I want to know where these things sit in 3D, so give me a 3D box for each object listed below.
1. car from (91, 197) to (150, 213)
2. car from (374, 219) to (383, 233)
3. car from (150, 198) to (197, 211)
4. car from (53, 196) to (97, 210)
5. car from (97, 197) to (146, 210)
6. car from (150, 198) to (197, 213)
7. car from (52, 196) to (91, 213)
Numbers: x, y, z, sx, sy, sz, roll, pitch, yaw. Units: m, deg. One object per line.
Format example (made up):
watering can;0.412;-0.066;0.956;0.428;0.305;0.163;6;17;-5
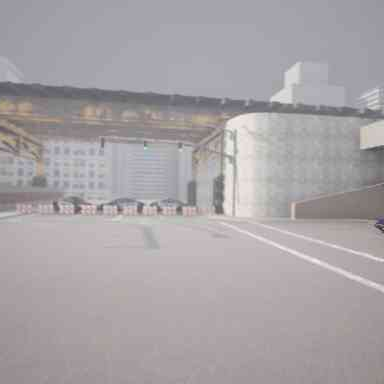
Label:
car;-7.127;1.305;33.697;4.974;1.542;2.038;1;0;-44
car;13.247;1.877;19.399;4.718;1.301;1.895;1;0;-9
car;-1.959;1.259;35.212;4.536;1.218;1.853;1;0;21
car;-11.731;1.048;33.104;4.536;1.218;1.853;1;0;36
car;-7.087;1.148;33.734;4.536;1.218;1.853;1;0;-44
car;-1.914;1.417;35.193;4.974;1.542;2.038;1;0;21
car;-11.692;1.206;33.074;4.974;1.542;2.038;1;0;36
